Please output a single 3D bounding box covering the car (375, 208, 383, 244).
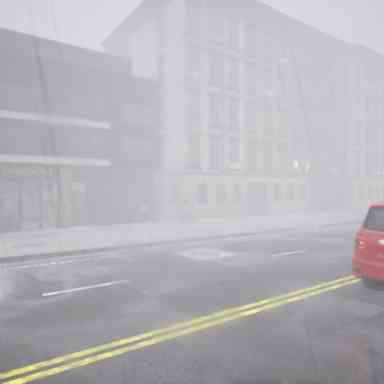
[{"bbox_3d":[10.493,1.453,15.151,4.892,1.490,1.837,0,0,-35],"label":"car"}]

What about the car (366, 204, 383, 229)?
[{"bbox_3d":[13.502,1.475,21.267,5.357,1.411,2.033,0,0,-35],"label":"car"}]

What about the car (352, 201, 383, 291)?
[{"bbox_3d":[5.951,1.195,7.684,5.566,2.045,2.150,0,0,-36],"label":"car"}]
